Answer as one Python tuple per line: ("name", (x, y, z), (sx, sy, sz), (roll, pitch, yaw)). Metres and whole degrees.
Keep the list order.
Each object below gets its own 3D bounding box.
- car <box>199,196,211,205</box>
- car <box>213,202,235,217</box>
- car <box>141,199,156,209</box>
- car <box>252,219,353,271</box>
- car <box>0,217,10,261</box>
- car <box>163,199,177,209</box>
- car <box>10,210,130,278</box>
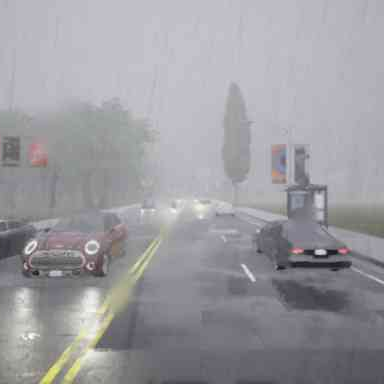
("car", (3.212, 2.019, 73.069), (2.128, 1.511, 4.902), (0, 0, 0))
("car", (3.331, 1.772, 34.585), (1.812, 1.442, 4.674), (0, 0, 0))
("car", (-6.589, 1.872, 51.208), (1.837, 1.490, 4.892), (0, 0, 0))
("car", (3.346, 1.627, 11.167), (2.033, 1.411, 5.357), (0, 0, 0))
("car", (-6.604, 1.565, 10.350), (2.128, 1.511, 4.902), (0, 0, 0))
("car", (-3.340, 1.859, 51.211), (2.128, 1.511, 4.902), (0, 0, 0))
("car", (-3.354, 1.426, 10.433), (2.097, 1.767, 4.553), (0, 0, 0))
